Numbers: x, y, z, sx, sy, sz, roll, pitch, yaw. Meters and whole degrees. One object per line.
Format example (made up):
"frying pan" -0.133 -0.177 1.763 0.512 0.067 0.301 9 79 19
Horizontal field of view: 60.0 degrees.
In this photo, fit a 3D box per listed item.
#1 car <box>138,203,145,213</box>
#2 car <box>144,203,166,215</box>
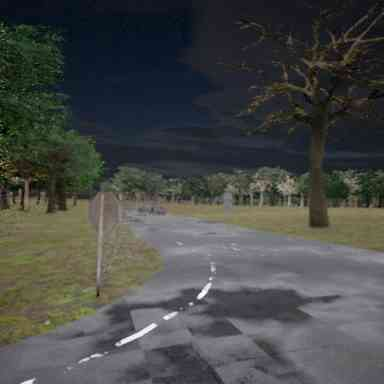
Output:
"car" -8.123 2.799 58.394 2.097 1.767 4.553 3 -3 -17
"car" -5.115 2.609 48.594 2.128 1.511 4.902 3 -2 -17
